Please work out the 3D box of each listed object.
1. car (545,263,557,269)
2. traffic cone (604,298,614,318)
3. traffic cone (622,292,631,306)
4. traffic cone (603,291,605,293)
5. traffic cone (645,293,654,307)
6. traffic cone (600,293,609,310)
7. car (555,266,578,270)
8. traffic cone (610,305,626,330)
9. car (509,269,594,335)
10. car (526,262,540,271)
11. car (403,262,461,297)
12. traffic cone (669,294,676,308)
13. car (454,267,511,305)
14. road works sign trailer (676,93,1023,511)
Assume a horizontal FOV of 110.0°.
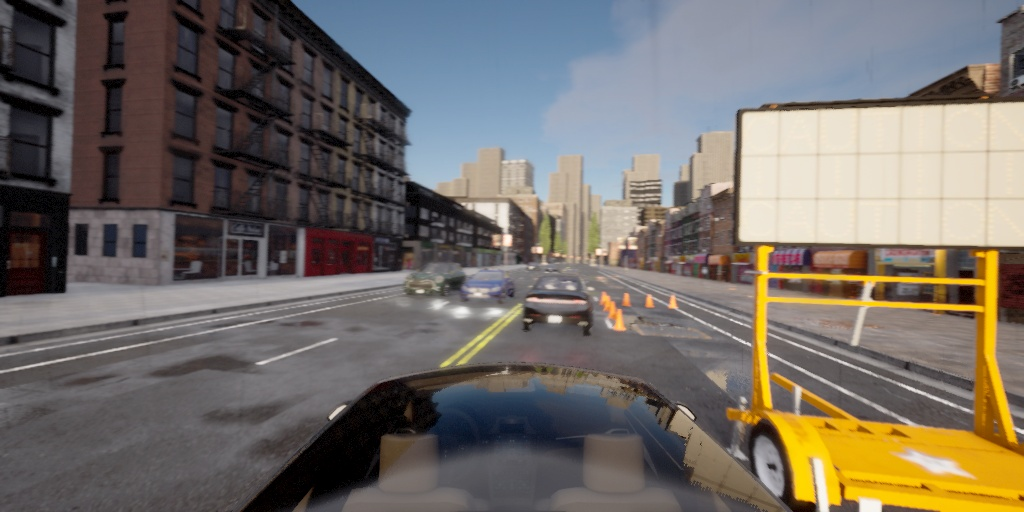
[{"bbox_3d":[6.547,1.899,58.789,2.033,1.411,5.357,2,0,11],"label":"car"},{"bbox_3d":[3.522,1.881,12.594,0.340,0.580,0.340,0,0,10],"label":"traffic cone"},{"bbox_3d":[5.209,1.956,16.356,0.340,0.580,0.340,0,0,10],"label":"traffic cone"},{"bbox_3d":[4.225,1.929,16.532,0.340,0.580,0.340,0,0,10],"label":"traffic cone"},{"bbox_3d":[6.193,1.984,16.180,0.340,0.580,0.340,0,0,10],"label":"traffic cone"},{"bbox_3d":[3.874,1.905,14.563,0.340,0.580,0.340,0,0,10],"label":"traffic cone"},{"bbox_3d":[4.707,1.674,29.208,1.895,1.301,4.718,2,0,10],"label":"car"},{"bbox_3d":[3.171,1.857,10.626,0.340,0.580,0.340,0,0,10],"label":"traffic cone"},{"bbox_3d":[1.472,1.346,11.057,2.128,1.511,4.902,2,0,10],"label":"car"},{"bbox_3d":[3.575,1.769,60.625,2.128,1.511,4.902,2,0,11],"label":"car"},{"bbox_3d":[-3.906,1.102,19.007,2.097,1.767,4.553,2,0,10],"label":"car"},{"bbox_3d":[7.177,2.012,16.004,0.340,0.580,0.340,0,0,10],"label":"traffic cone"},{"bbox_3d":[-0.978,1.348,16.954,1.812,1.442,4.674,2,0,10],"label":"car"},{"bbox_3d":[3.300,0.323,3.492,2.380,3.560,2.880,0,0,10],"label":"road works sign trailer"}]
